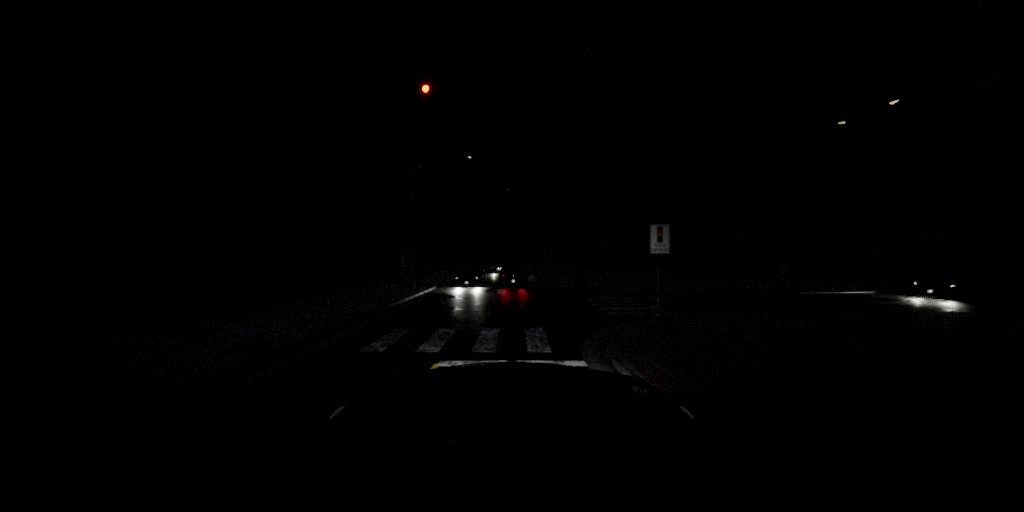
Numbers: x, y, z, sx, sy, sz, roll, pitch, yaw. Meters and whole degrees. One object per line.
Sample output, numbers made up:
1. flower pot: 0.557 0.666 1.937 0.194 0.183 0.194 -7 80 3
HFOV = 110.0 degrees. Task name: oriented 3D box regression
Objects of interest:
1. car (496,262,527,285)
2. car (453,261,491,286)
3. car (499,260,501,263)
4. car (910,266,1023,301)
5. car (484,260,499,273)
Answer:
1. car: 0.086 1.352 26.086 1.895 1.301 4.718 0 0 0
2. car: -2.864 1.298 25.263 2.033 1.411 5.357 0 0 0
3. car: -2.787 1.333 62.400 2.033 1.411 5.357 0 0 0
4. car: 21.292 1.170 15.981 5.357 1.411 2.033 0 0 0
5. car: -2.868 1.239 42.837 1.882 1.535 5.008 0 0 0
